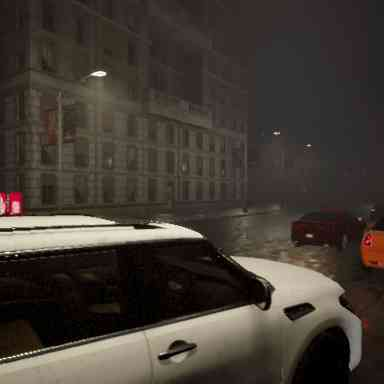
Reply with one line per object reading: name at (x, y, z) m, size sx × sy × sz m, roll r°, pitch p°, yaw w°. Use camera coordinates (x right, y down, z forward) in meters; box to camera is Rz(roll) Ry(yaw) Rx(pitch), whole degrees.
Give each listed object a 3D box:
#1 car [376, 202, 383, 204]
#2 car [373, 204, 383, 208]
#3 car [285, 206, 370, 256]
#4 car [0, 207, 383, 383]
car at (15.408, 1.515, 26.410) m, size 1.812 × 1.442 × 4.674 m, roll 0°, pitch 0°, yaw 37°
car at (6.679, 1.348, 9.818) m, size 2.097 × 1.767 × 4.553 m, roll 0°, pitch 0°, yaw 43°
car at (5.959, 1.470, 14.198) m, size 1.882 × 1.535 × 5.008 m, roll 0°, pitch 0°, yaw 41°
car at (-0.790, 1.220, 2.912) m, size 5.566 × 2.045 × 2.150 m, roll 0°, pitch 0°, yaw -36°
